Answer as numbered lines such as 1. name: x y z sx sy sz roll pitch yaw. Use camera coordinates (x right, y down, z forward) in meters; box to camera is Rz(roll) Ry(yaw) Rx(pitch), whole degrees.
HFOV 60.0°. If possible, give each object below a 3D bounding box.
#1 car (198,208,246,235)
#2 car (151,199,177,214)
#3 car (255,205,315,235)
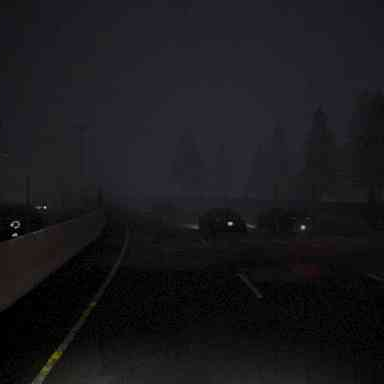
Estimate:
1. car: 1.616 1.589 19.014 1.994 1.385 4.181 0 0 -10
2. car: -3.099 1.551 36.100 2.128 1.511 4.902 0 0 -20
3. car: 5.166 1.524 19.088 1.837 1.490 4.892 0 0 -10
